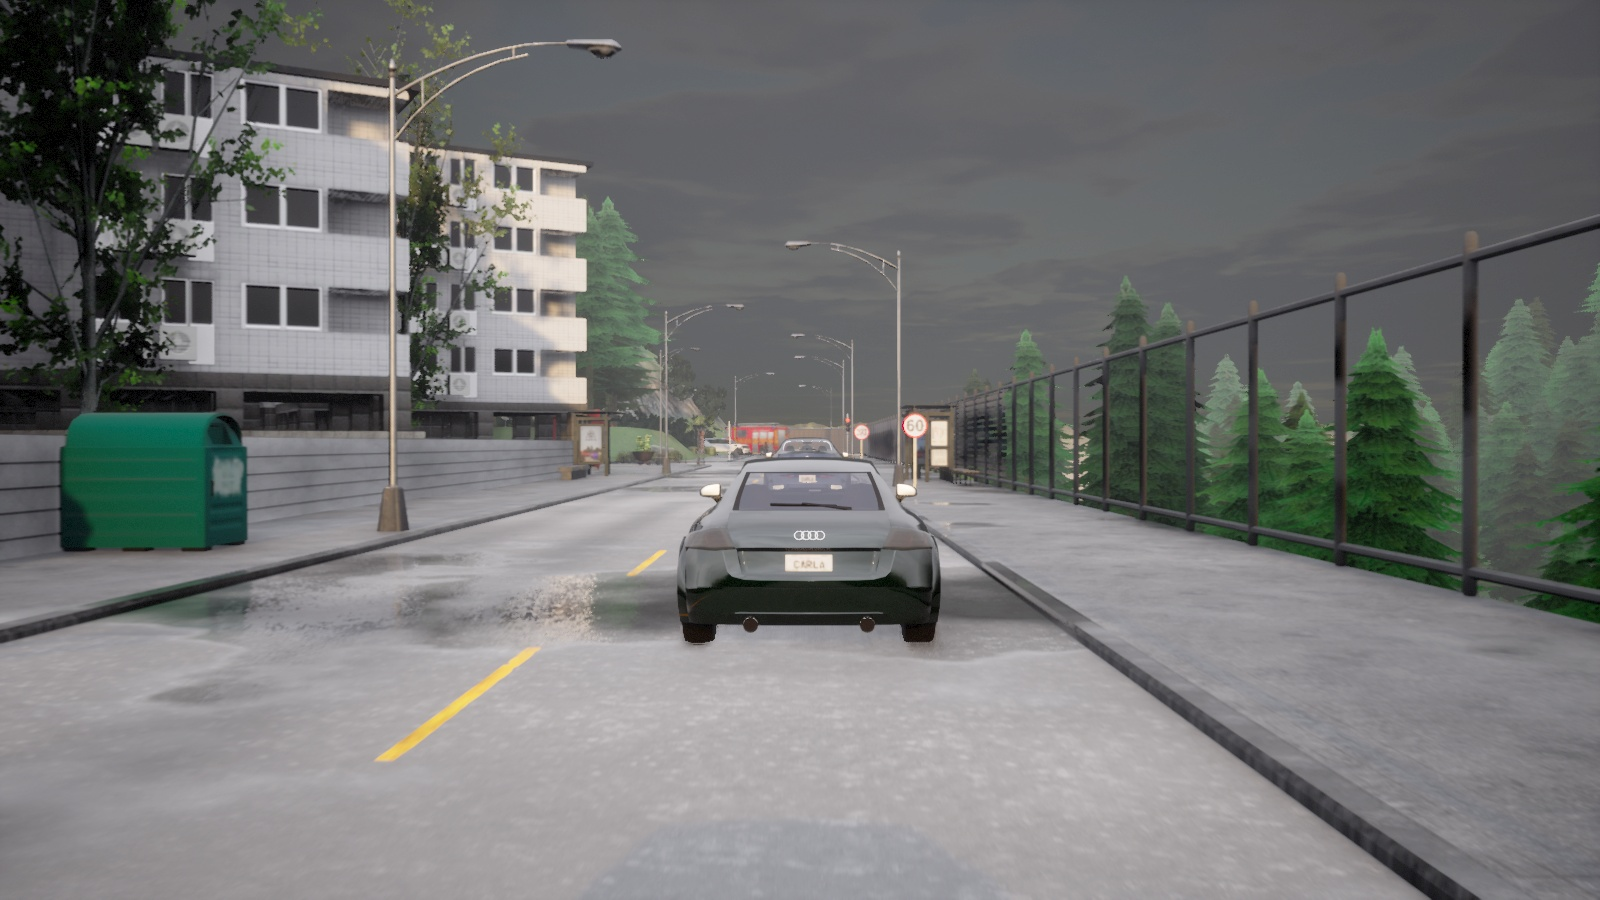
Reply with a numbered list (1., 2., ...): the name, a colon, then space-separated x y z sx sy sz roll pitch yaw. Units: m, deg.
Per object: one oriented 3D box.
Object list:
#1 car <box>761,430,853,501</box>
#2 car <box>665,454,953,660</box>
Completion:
1. car: 0.184 0.346 31.798 2.152 1.651 5.027 0 0 0
2. car: 0.072 0.749 10.810 1.994 1.385 4.181 0 0 0
